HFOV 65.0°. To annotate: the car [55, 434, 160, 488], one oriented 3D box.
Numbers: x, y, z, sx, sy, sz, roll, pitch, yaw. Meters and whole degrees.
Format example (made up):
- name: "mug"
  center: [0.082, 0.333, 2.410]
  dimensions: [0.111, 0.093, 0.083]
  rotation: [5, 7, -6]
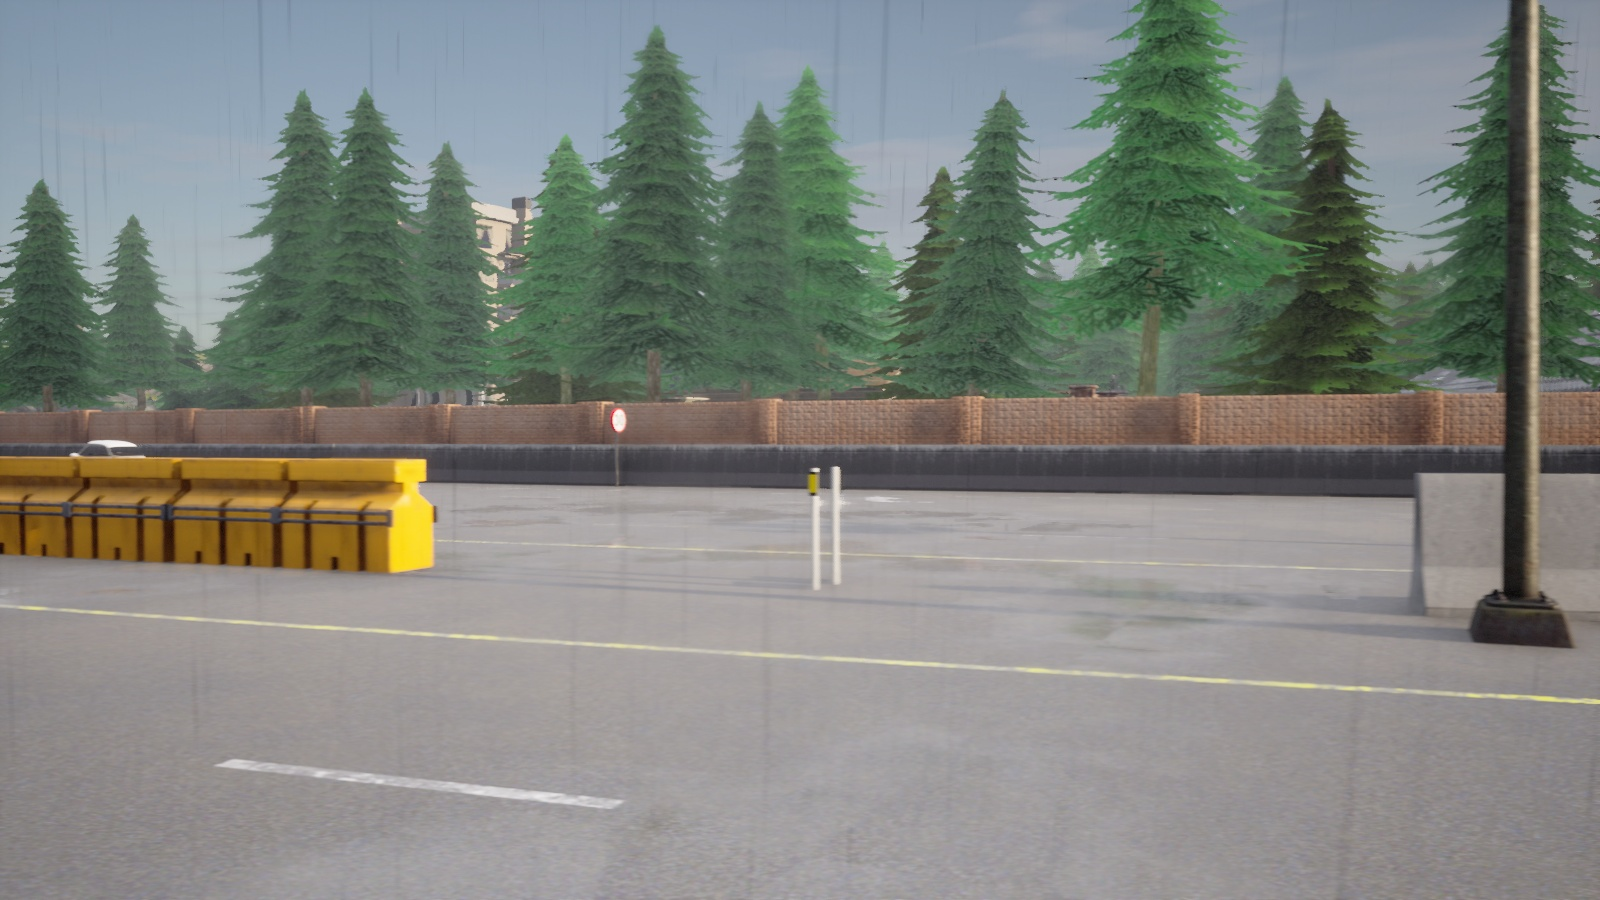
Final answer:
- name: "car"
  center: [-18.783, 0.274, 34.078]
  dimensions: [2.207, 1.376, 1.481]
  rotation: [1, 1, 26]
